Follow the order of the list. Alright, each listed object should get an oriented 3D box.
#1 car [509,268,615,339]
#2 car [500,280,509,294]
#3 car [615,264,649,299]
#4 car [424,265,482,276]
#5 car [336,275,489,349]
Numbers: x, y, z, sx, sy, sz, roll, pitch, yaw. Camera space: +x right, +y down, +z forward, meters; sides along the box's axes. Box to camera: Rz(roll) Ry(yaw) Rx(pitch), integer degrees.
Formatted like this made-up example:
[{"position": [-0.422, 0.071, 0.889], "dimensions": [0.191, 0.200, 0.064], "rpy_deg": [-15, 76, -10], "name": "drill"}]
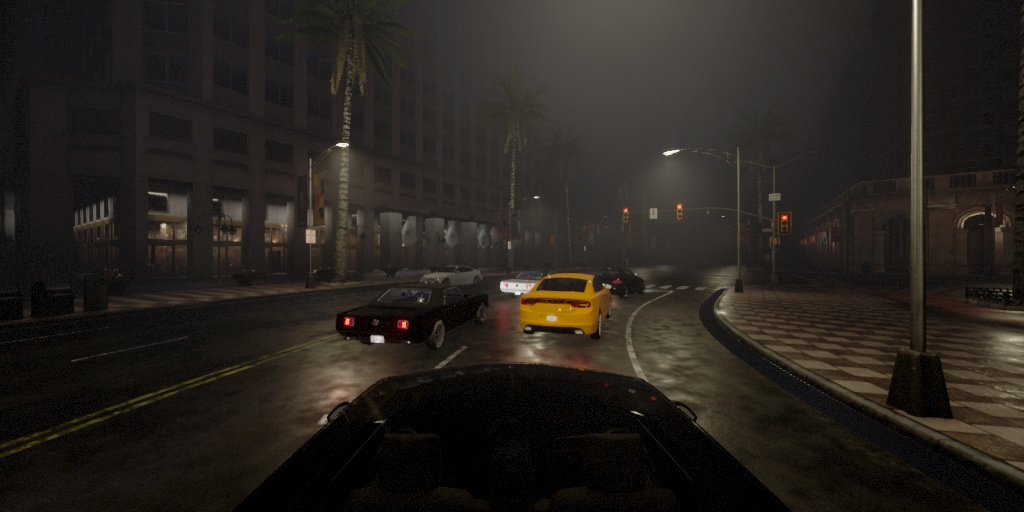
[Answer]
[{"position": [1.725, 1.228, 10.265], "dimensions": [1.882, 1.535, 5.008], "rpy_deg": [0, 0, 20], "name": "car"}, {"position": [1.498, 1.351, 17.644], "dimensions": [1.895, 1.301, 4.718], "rpy_deg": [0, 0, 34], "name": "car"}, {"position": [5.367, 1.314, 18.408], "dimensions": [1.994, 1.385, 4.181], "rpy_deg": [0, 0, 36], "name": "car"}, {"position": [-3.769, 1.311, 23.068], "dimensions": [1.812, 1.442, 4.674], "rpy_deg": [0, 0, 34], "name": "car"}, {"position": [-2.100, 1.351, 9.218], "dimensions": [1.895, 1.301, 4.718], "rpy_deg": [0, 0, 14], "name": "car"}]
